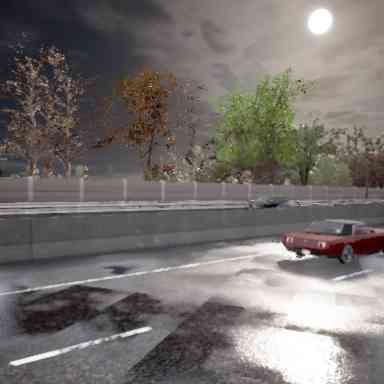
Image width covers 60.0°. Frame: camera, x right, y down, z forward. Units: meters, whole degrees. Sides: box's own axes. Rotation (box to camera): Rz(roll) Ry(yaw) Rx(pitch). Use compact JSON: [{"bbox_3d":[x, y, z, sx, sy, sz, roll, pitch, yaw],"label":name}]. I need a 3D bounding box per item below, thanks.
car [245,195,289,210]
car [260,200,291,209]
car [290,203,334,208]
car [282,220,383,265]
[{"bbox_3d":[8.192,1.367,35.630,5.566,2.045,2.150,0,0,-35],"label":"car"},{"bbox_3d":[9.083,1.737,31.969,4.718,1.301,1.895,0,0,-35],"label":"car"},{"bbox_3d":[11.122,1.737,29.124,4.718,1.301,1.895,0,0,-35],"label":"car"},{"bbox_3d":[5.470,1.654,11.947,4.718,1.301,1.895,0,0,-36],"label":"car"}]
